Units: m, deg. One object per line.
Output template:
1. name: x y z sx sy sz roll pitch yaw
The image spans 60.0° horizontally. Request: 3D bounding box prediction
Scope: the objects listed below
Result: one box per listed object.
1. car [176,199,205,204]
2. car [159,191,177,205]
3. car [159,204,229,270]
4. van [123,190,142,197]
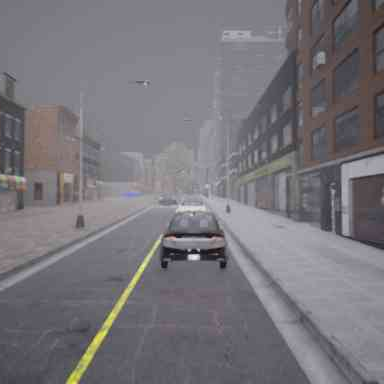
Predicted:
1. car: 0.034 1.211 25.424 1.895 1.301 4.718 0 1 0
2. car: -2.912 0.682 41.150 2.097 1.767 4.553 0 1 0
3. car: 0.058 1.348 10.547 2.128 1.511 4.902 0 1 0
4. van: -13.056 0.453 73.041 3.998 1.788 1.690 0 -2 0
